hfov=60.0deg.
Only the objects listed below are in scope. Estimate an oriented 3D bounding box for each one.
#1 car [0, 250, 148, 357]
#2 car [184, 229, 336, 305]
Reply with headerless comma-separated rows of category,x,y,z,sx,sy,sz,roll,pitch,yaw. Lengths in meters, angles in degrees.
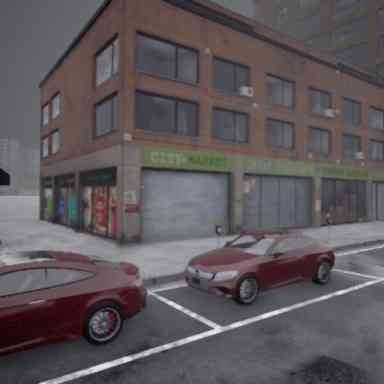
car,-2.679,1.582,4.846,4.206,1.307,1.802,0,1,-35
car,1.795,1.590,8.032,4.206,1.307,1.802,0,0,-35
